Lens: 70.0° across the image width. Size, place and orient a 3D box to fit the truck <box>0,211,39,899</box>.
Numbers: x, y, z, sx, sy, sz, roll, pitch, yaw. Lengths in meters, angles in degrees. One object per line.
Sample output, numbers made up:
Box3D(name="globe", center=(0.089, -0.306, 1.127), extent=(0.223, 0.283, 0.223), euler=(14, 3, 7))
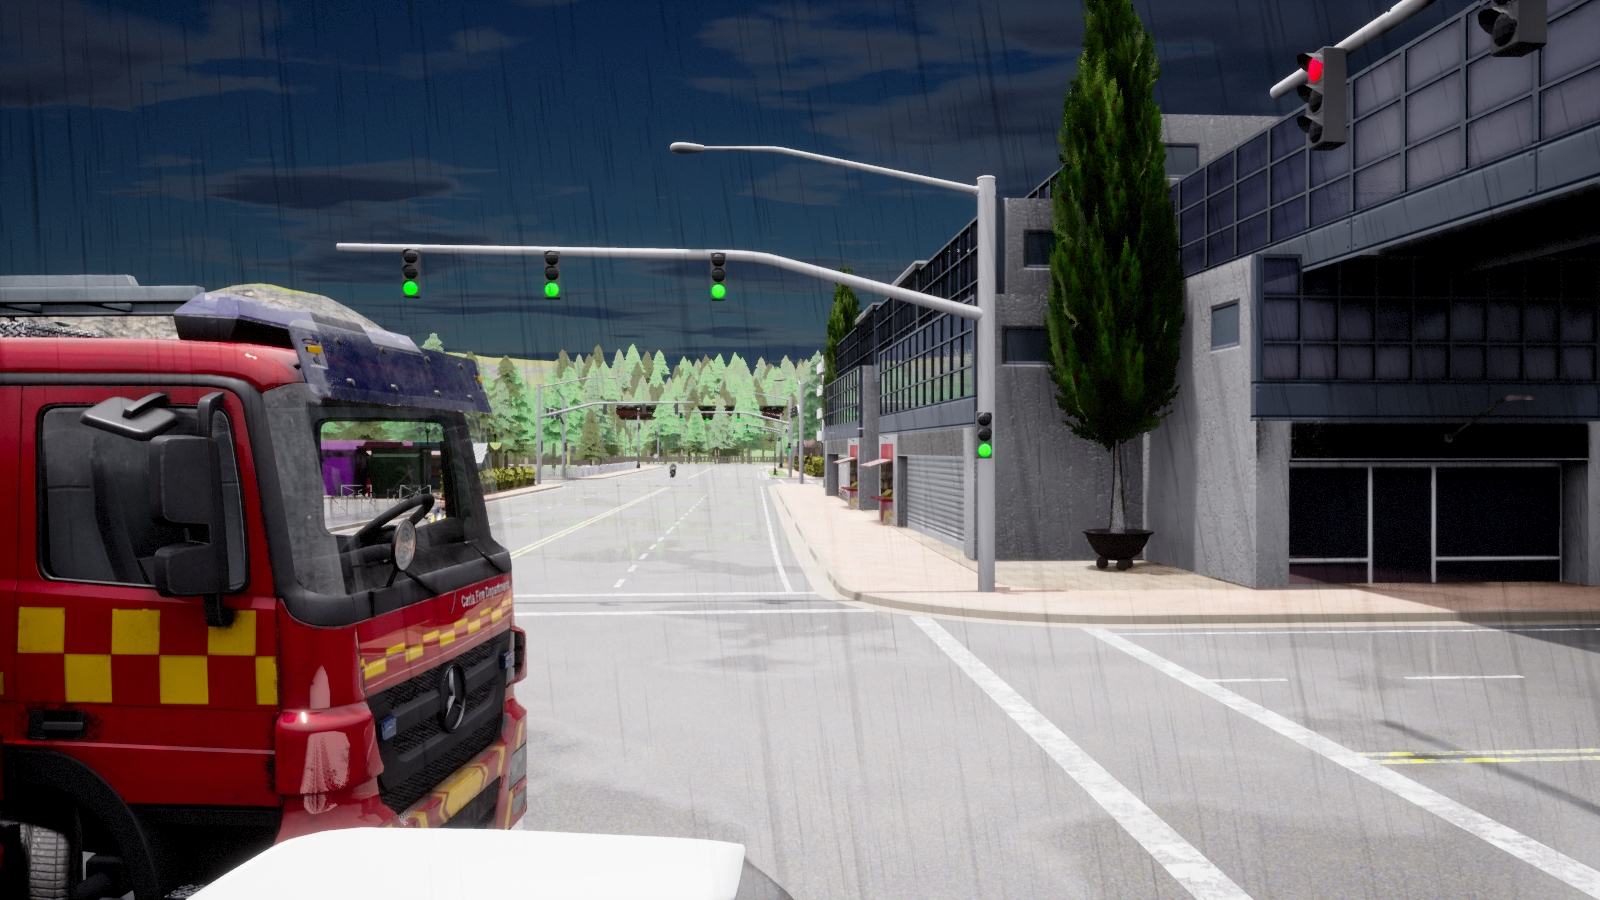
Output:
Box3D(name="truck", center=(-7.587, 0.890, 3.490), extent=(8.468, 3.827, 2.891), euler=(0, 0, -3))

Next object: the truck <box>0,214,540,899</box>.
Box3D(name="truck", center=(-6.102, 0.890, 6.659), extent=(8.468, 3.827, 2.891), euler=(0, 0, 4))

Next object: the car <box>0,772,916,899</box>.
Box3D(name="car", center=(-1.549, 2.065, 3.579), extent=(3.806, 1.475, 1.970), euler=(0, 0, 5))
